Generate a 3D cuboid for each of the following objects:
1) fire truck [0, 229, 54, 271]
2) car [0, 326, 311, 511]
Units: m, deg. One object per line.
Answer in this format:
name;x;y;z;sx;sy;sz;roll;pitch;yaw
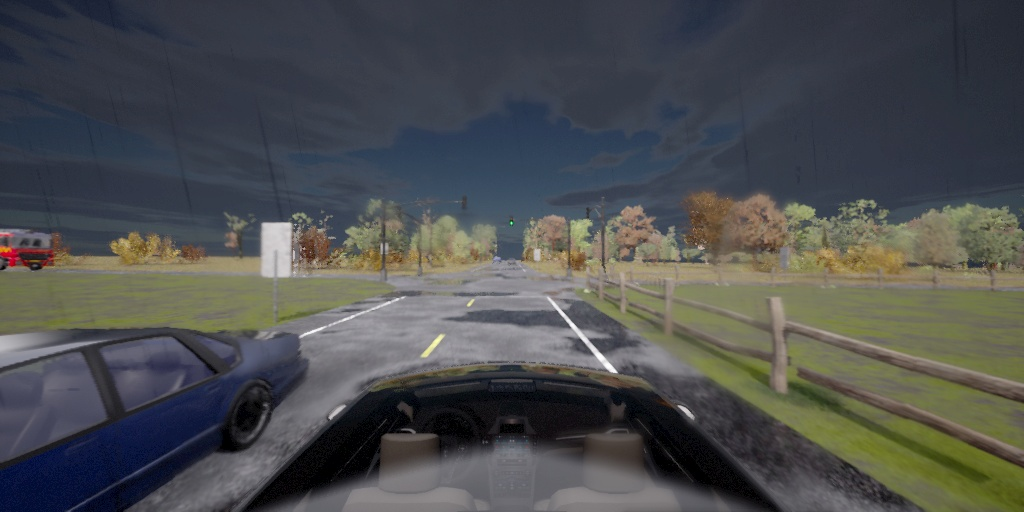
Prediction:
fire truck;-47.974;-0.604;33.194;8.468;3.827;2.891;1;-1;3
car;-3.594;1.298;2.405;2.033;1.411;5.357;0;0;0
